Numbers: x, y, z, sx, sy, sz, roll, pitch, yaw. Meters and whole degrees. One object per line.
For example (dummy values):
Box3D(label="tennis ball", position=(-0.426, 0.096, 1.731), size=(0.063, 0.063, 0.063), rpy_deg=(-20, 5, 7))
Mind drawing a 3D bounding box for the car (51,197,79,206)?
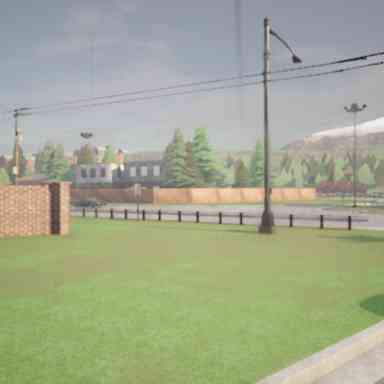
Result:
Box3D(label="car", position=(-20.379, 1.462, 53.257), size=(4.181, 1.385, 1.994), rpy_deg=(0, 0, 29))

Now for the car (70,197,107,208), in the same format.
Box3D(label="car", position=(-14.222, 1.442, 45.834), size=(5.357, 1.411, 2.033), rpy_deg=(0, 0, 29))
